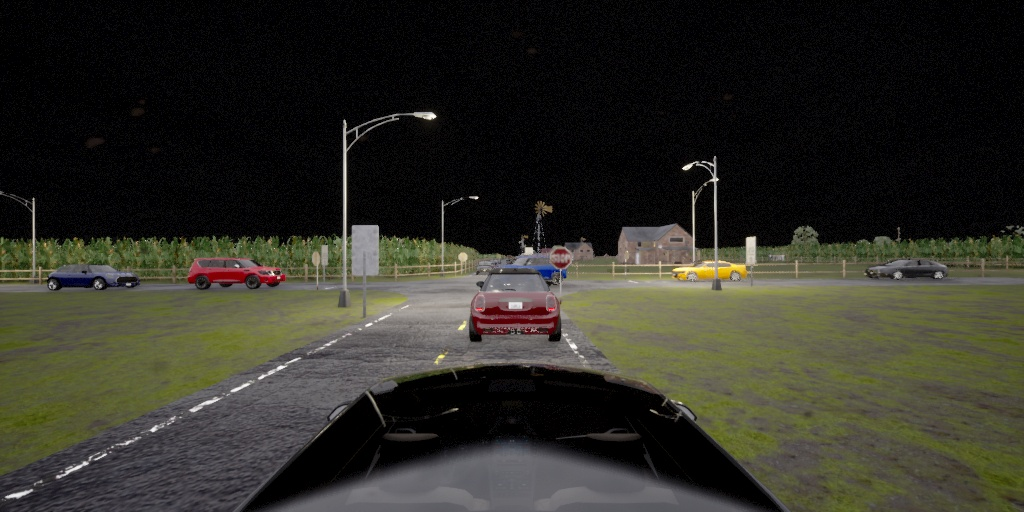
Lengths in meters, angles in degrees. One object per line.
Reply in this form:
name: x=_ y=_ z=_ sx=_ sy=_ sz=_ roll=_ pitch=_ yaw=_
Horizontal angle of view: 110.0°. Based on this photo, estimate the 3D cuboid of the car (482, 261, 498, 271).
car: x=-2.983 y=1.344 z=49.658 sx=1.994 sy=1.385 sz=4.181 roll=0 pitch=0 yaw=1

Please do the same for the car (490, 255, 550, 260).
car: x=1.071 y=0.966 z=23.335 sx=5.566 sy=2.045 sz=2.150 roll=0 pitch=-1 yaw=-36

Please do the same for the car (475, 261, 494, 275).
car: x=-2.940 y=1.274 z=39.702 sx=1.837 sy=1.490 sz=4.892 roll=0 pitch=0 yaw=-1

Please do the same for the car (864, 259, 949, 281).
car: x=28.815 y=0.997 z=26.277 sx=4.892 sy=1.490 sz=1.837 roll=0 pitch=0 yaw=1

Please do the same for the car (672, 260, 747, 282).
car: x=14.496 y=1.097 z=26.478 sx=5.008 sy=1.535 sz=1.882 roll=-1 pitch=0 yaw=1

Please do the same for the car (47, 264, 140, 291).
car: x=-28.002 y=1.345 z=24.119 sx=4.553 sy=1.767 sz=2.097 roll=-1 pitch=0 yaw=1

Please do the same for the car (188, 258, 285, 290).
car: x=-18.348 y=1.126 z=23.985 sx=5.566 sy=2.045 sz=2.150 roll=-1 pitch=0 yaw=1

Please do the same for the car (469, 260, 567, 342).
car: x=0.058 y=1.103 z=9.955 sx=2.097 sy=1.767 sz=4.553 roll=0 pitch=0 yaw=-1
